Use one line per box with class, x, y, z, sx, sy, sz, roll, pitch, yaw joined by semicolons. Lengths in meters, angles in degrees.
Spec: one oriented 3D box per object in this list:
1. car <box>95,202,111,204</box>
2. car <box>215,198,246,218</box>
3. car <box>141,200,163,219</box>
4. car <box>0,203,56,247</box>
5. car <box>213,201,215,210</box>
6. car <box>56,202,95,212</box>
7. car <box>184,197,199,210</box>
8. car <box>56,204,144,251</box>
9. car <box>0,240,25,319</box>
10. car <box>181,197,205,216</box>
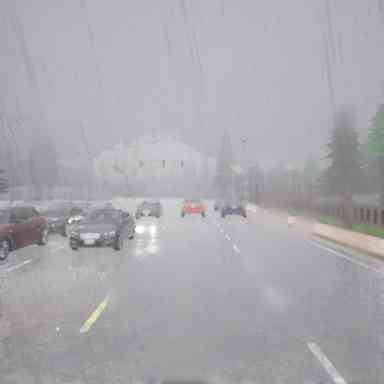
car;-7.043;1.478;25.625;1.812;1.442;4.674;0;0;1
car;3.536;1.297;29.864;2.097;1.767;4.553;0;0;0
car;-3.521;1.440;28.270;2.128;1.511;4.902;0;0;1
car;-7.080;1.329;12.137;2.097;1.767;4.553;0;0;0
car;3.535;1.492;38.381;1.994;1.385;4.181;0;0;1
car;-7.000;1.473;17.832;1.837;1.490;4.892;0;0;0
car;-0.127;1.397;43.316;1.882;1.535;5.008;0;0;-2
car;-3.579;1.466;14.074;2.128;1.511;4.902;0;0;0
car;-3.590;1.520;2.919;1.812;1.442;4.674;0;0;0
car;0.101;1.293;31.387;2.097;1.767;4.553;0;0;0
